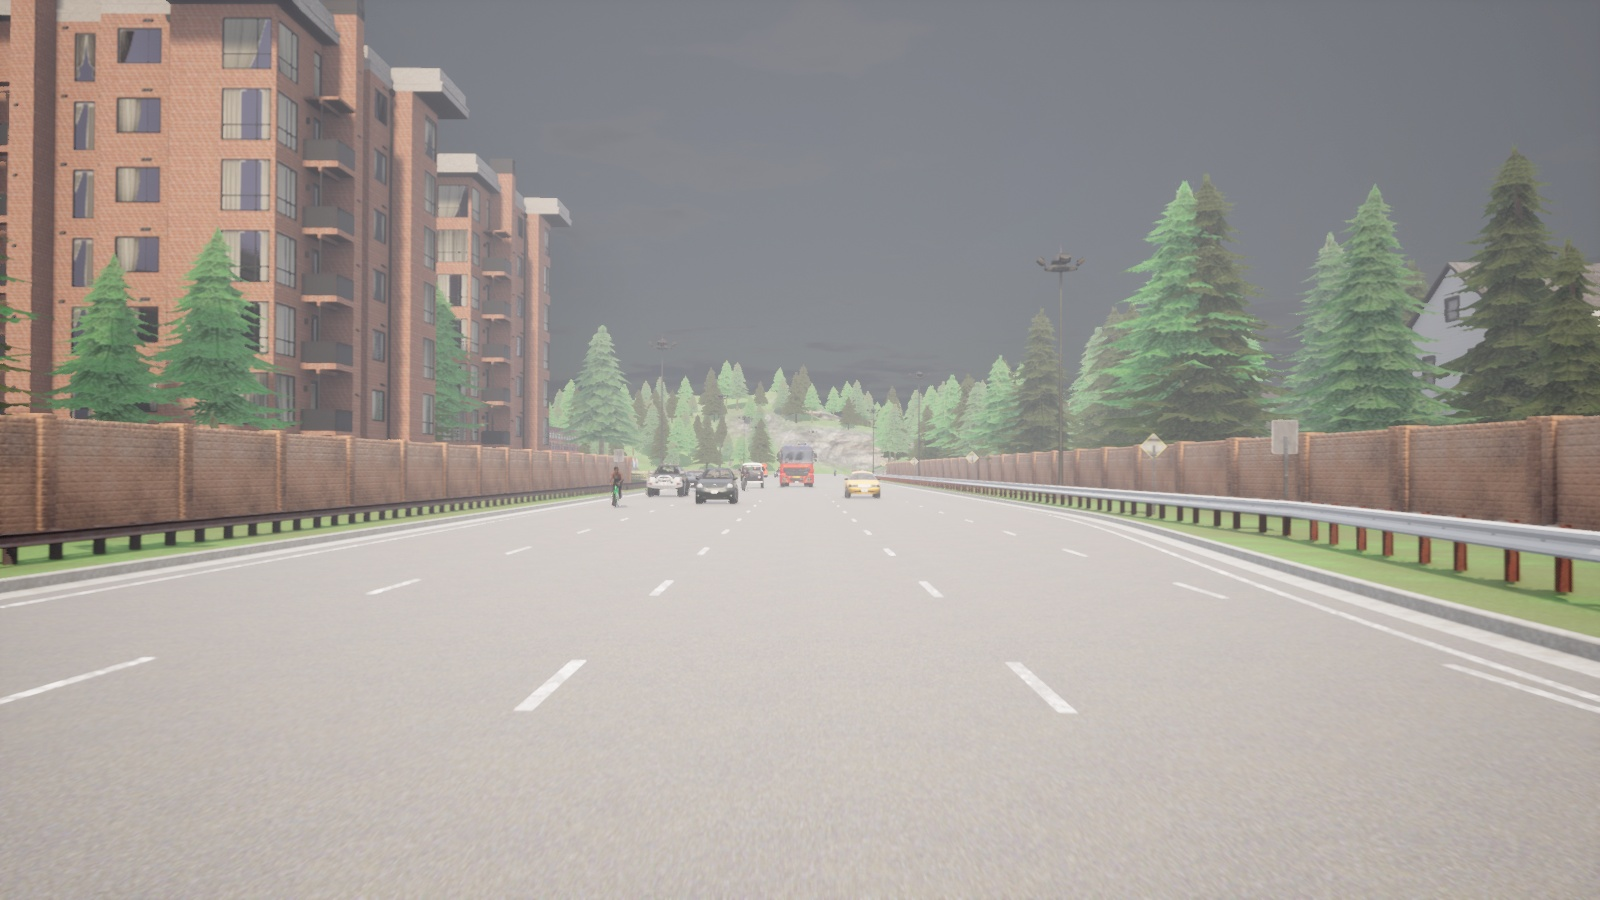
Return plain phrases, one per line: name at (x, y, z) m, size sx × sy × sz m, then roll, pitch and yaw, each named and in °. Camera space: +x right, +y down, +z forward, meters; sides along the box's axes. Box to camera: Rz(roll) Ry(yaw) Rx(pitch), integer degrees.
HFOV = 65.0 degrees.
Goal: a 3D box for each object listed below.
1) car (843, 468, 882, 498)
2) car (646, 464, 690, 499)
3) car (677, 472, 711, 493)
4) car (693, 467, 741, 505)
car at (3.338, 1.745, 67.398) m, size 1.801 × 1.575 × 5.366 m, roll 0°, pitch -1°, yaw 0°
car at (-7.165, 1.680, 68.420) m, size 1.932 × 1.855 × 4.605 m, roll 0°, pitch -1°, yaw 0°
car at (-7.206, 2.191, 85.989) m, size 1.994 × 1.385 × 4.181 m, roll 0°, pitch -1°, yaw 0°
car at (-3.635, 1.551, 55.292) m, size 1.851 × 1.617 × 3.988 m, roll 0°, pitch -1°, yaw 0°
